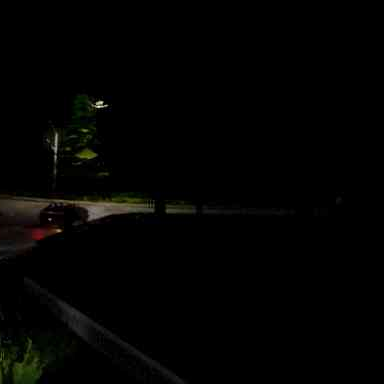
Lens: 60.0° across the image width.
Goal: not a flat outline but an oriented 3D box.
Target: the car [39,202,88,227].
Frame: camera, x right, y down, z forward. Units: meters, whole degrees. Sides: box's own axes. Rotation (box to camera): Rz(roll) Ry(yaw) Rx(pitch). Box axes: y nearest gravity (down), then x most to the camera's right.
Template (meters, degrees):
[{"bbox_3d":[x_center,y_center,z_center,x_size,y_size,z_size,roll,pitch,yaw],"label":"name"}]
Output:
[{"bbox_3d":[-8.788,1.442,23.219,2.128,1.511,4.902,4,2,2],"label":"car"}]

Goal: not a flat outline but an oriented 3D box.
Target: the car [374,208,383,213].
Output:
[{"bbox_3d":[27.579,2.862,46.311,4.892,1.490,1.837,2,3,-26],"label":"car"}]

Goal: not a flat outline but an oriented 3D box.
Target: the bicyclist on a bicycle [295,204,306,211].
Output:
[{"bbox_3d":[11.370,1.998,34.504,0.582,1.620,1.656,3,34,-28],"label":"bicyclist on a bicycle"}]
